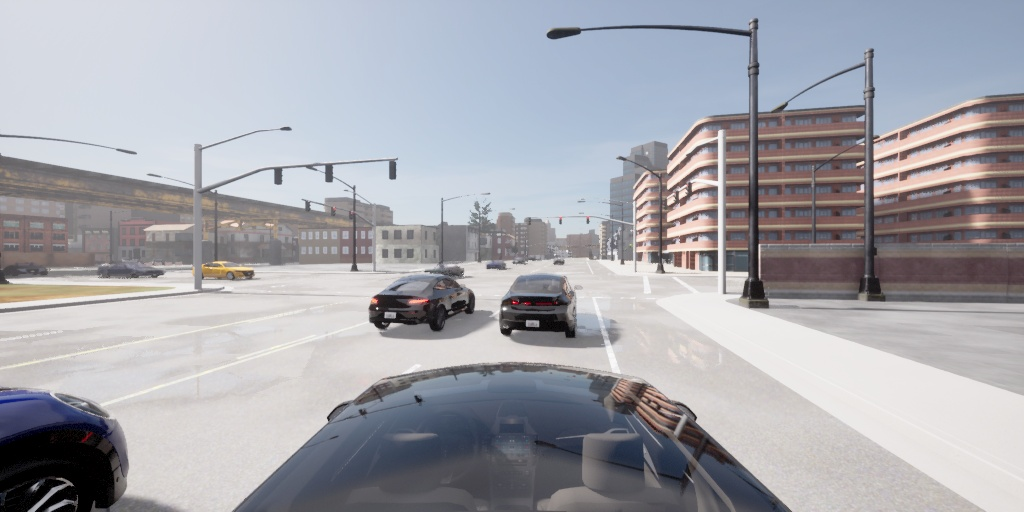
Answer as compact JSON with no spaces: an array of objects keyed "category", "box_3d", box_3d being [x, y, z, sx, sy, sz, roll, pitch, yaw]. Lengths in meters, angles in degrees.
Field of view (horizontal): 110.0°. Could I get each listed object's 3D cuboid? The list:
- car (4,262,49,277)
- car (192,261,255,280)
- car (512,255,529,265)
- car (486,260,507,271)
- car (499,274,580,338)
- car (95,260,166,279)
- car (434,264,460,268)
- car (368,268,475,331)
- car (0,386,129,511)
[{"category":"car","box_3d":[-48.268,1.314,35.600,4.181,1.385,1.994,0,0,25]},{"category":"car","box_3d":[-24.580,1.228,30.627,5.008,1.535,1.882,0,0,10]},{"category":"car","box_3d":[1.254,0.839,64.741,2.128,1.511,4.902,0,1,11]},{"category":"car","box_3d":[-2.078,1.220,47.726,1.895,1.301,4.718,0,1,11]},{"category":"car","box_3d":[0.914,1.255,10.335,1.837,1.490,4.892,0,0,11]},{"category":"car","box_3d":[-34.381,1.297,32.291,5.357,1.411,2.033,0,0,9]},{"category":"car","box_3d":[-5.712,1.317,30.547,1.895,1.301,4.718,0,0,14]},{"category":"car","box_3d":[-2.531,1.276,10.977,1.812,1.442,4.674,0,0,11]},{"category":"car","box_3d":[-4.029,1.102,0.798,2.097,1.767,4.553,0,0,4]}]
